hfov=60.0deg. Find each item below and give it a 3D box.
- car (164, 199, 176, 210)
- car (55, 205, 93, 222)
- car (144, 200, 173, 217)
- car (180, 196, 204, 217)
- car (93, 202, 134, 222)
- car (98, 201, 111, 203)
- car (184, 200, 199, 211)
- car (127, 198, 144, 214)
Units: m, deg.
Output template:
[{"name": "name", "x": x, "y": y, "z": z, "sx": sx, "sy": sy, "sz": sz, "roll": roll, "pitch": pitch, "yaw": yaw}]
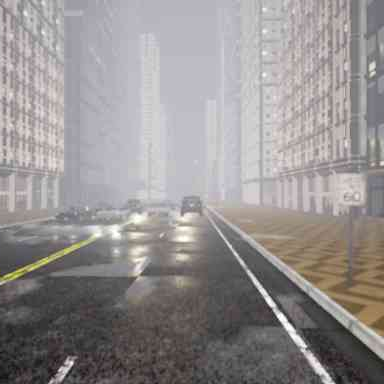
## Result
[{"name": "car", "x": -3.258, "y": 1.719, "z": 45.880, "sx": 2.128, "sy": 1.511, "sz": 4.902, "roll": 0, "pitch": 0, "yaw": 0}, {"name": "car", "x": -9.771, "y": 1.775, "z": 28.048, "sx": 1.895, "sy": 1.301, "sz": 4.718, "roll": 0, "pitch": 0, "yaw": 0}, {"name": "car", "x": -3.273, "y": 1.752, "z": 33.328, "sx": 1.895, "sy": 1.301, "sz": 4.718, "roll": 0, "pitch": 0, "yaw": 0}, {"name": "car", "x": -0.024, "y": 1.371, "z": 33.162, "sx": 2.150, "sy": 2.045, "sz": 5.566, "roll": 0, "pitch": 0, "yaw": 0}, {"name": "car", "x": -6.521, "y": 1.775, "z": 28.050, "sx": 1.895, "sy": 1.301, "sz": 4.718, "roll": 0, "pitch": 0, "yaw": 0}, {"name": "car", "x": -9.778, "y": 1.721, "z": 37.278, "sx": 2.033, "sy": 1.411, "sz": 5.357, "roll": 0, "pitch": 0, "yaw": 0}, {"name": "car", "x": -0.008, "y": 1.793, "z": 46.298, "sx": 1.994, "sy": 1.385, "sz": 4.181, "roll": 0, "pitch": 0, "yaw": 1}, {"name": "car", "x": -6.528, "y": 1.526, "z": 37.312, "sx": 2.097, "sy": 1.767, "sz": 4.553, "roll": 0, "pitch": 0, "yaw": 0}]
